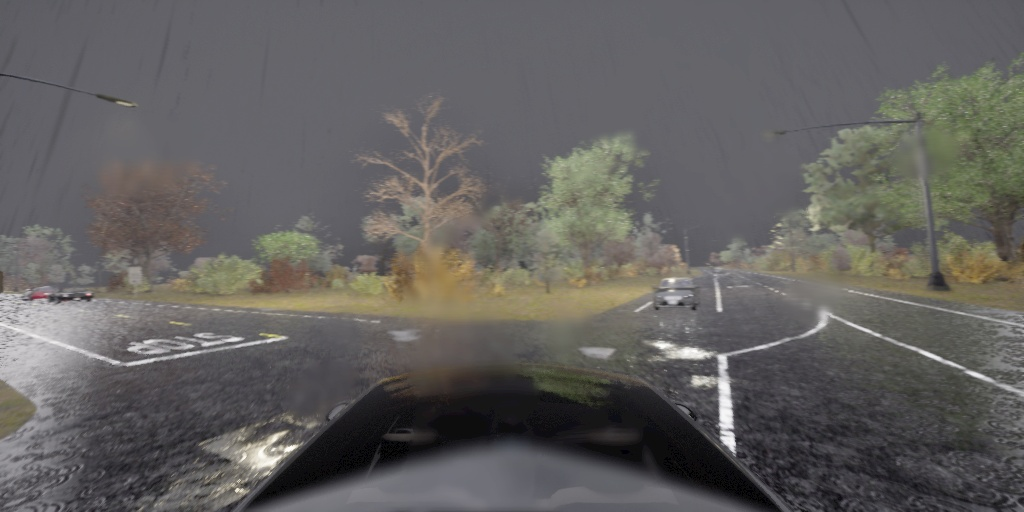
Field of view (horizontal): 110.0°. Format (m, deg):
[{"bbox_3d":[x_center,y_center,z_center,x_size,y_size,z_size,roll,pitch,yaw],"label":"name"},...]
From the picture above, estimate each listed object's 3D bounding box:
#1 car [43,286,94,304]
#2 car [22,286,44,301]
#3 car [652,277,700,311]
[{"bbox_3d":[-37.478,3.309,30.399,4.718,1.301,1.895,-3,-3,30],"label":"car"},{"bbox_3d":[-46.445,3.688,35.485,4.181,1.385,1.994,-3,-3,30],"label":"car"},{"bbox_3d":[8.284,1.831,17.961,2.128,1.511,4.902,-5,-3,29],"label":"car"}]
